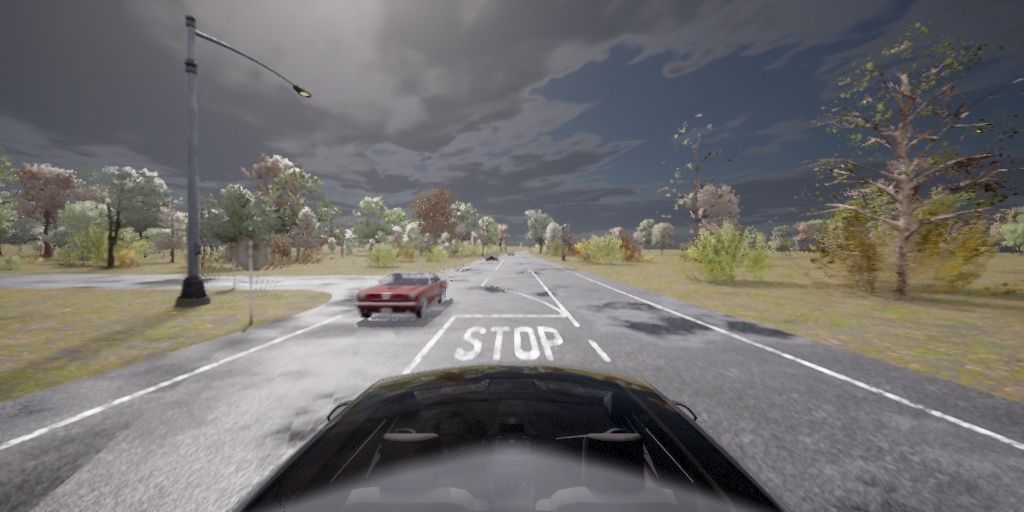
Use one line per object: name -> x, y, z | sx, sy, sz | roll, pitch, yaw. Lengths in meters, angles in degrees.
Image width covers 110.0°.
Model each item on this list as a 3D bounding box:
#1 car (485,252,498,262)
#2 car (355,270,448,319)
car -> -3.400, 0.064, 60.796 | 2.097, 1.767, 4.553 | 0, 1, 0
car -> -3.497, 1.174, 12.190 | 1.895, 1.301, 4.718 | 0, 1, 0
